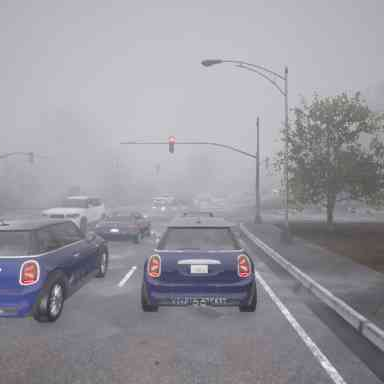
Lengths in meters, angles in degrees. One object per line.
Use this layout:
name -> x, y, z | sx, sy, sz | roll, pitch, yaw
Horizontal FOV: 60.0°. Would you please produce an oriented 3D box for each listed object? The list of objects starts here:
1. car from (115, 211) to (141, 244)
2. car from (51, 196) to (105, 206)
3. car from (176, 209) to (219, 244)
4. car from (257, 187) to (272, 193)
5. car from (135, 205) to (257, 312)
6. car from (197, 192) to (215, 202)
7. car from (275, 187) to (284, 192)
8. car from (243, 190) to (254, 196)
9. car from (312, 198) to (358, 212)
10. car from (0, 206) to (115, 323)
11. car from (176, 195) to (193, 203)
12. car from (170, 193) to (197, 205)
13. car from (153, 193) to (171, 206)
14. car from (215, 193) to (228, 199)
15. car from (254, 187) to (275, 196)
car -> -3.200, 1.593, 16.004 | 1.994, 1.385, 4.181 | 0, 0, 2
car -> -6.783, 1.260, 19.634 | 2.150, 2.045, 5.566 | 0, 0, 3
car -> 0.326, 1.632, 16.927 | 1.895, 1.301, 4.718 | 0, 0, 2
car -> 19.799, -0.524, 90.386 | 2.128, 1.511, 4.902 | 0, 3, 38
car -> 0.139, 1.361, 7.896 | 2.097, 1.767, 4.553 | 0, 0, 0
car -> 2.372, 1.265, 66.132 | 1.812, 1.442, 4.674 | 0, 2, 22
car -> 23.399, -0.601, 89.366 | 1.882, 1.535, 5.008 | 0, 3, 38
car -> 14.130, 0.204, 81.901 | 1.812, 1.442, 4.674 | 0, 3, 33
car -> 16.433, 1.531, 38.418 | 4.892, 1.490, 1.837 | -1, 0, 4
car -> -3.365, 1.361, 7.392 | 2.097, 1.767, 4.553 | 0, 0, 0
car -> -1.464, 1.364, 65.929 | 1.994, 1.385, 4.181 | 0, 2, 20
car -> -1.318, 1.264, 55.593 | 2.150, 2.045, 5.566 | 0, 1, 16
car -> -4.723, 1.269, 56.427 | 2.150, 2.045, 5.566 | 0, 1, 15
car -> 6.590, 0.832, 75.513 | 1.895, 1.301, 4.718 | 0, 3, 26
car -> 17.659, 0.140, 80.965 | 2.128, 1.511, 4.902 | 0, 3, 33
